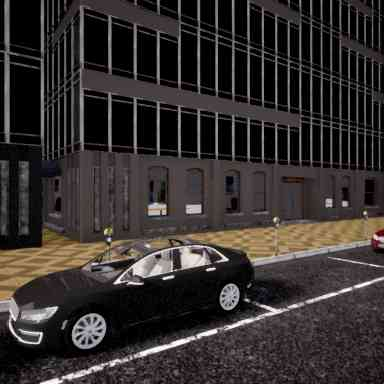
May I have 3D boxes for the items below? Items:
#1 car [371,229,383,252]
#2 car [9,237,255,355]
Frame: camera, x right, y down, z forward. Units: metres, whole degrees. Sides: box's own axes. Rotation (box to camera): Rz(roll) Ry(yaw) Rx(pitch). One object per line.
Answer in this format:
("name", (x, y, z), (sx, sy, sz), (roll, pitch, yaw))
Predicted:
("car", (8.472, 1.581, 12.601), (4.206, 1.307, 1.802), (0, 0, -35))
("car", (-0.797, 1.551, 5.991), (4.403, 1.369, 2.008), (0, 0, -35))
